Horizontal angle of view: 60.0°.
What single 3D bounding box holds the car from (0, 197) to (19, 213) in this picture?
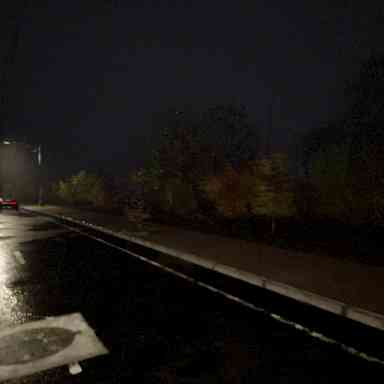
[{"bbox_3d":[-19.186,1.303,34.339,2.128,1.511,4.902,-2,1,-35],"label":"car"}]
